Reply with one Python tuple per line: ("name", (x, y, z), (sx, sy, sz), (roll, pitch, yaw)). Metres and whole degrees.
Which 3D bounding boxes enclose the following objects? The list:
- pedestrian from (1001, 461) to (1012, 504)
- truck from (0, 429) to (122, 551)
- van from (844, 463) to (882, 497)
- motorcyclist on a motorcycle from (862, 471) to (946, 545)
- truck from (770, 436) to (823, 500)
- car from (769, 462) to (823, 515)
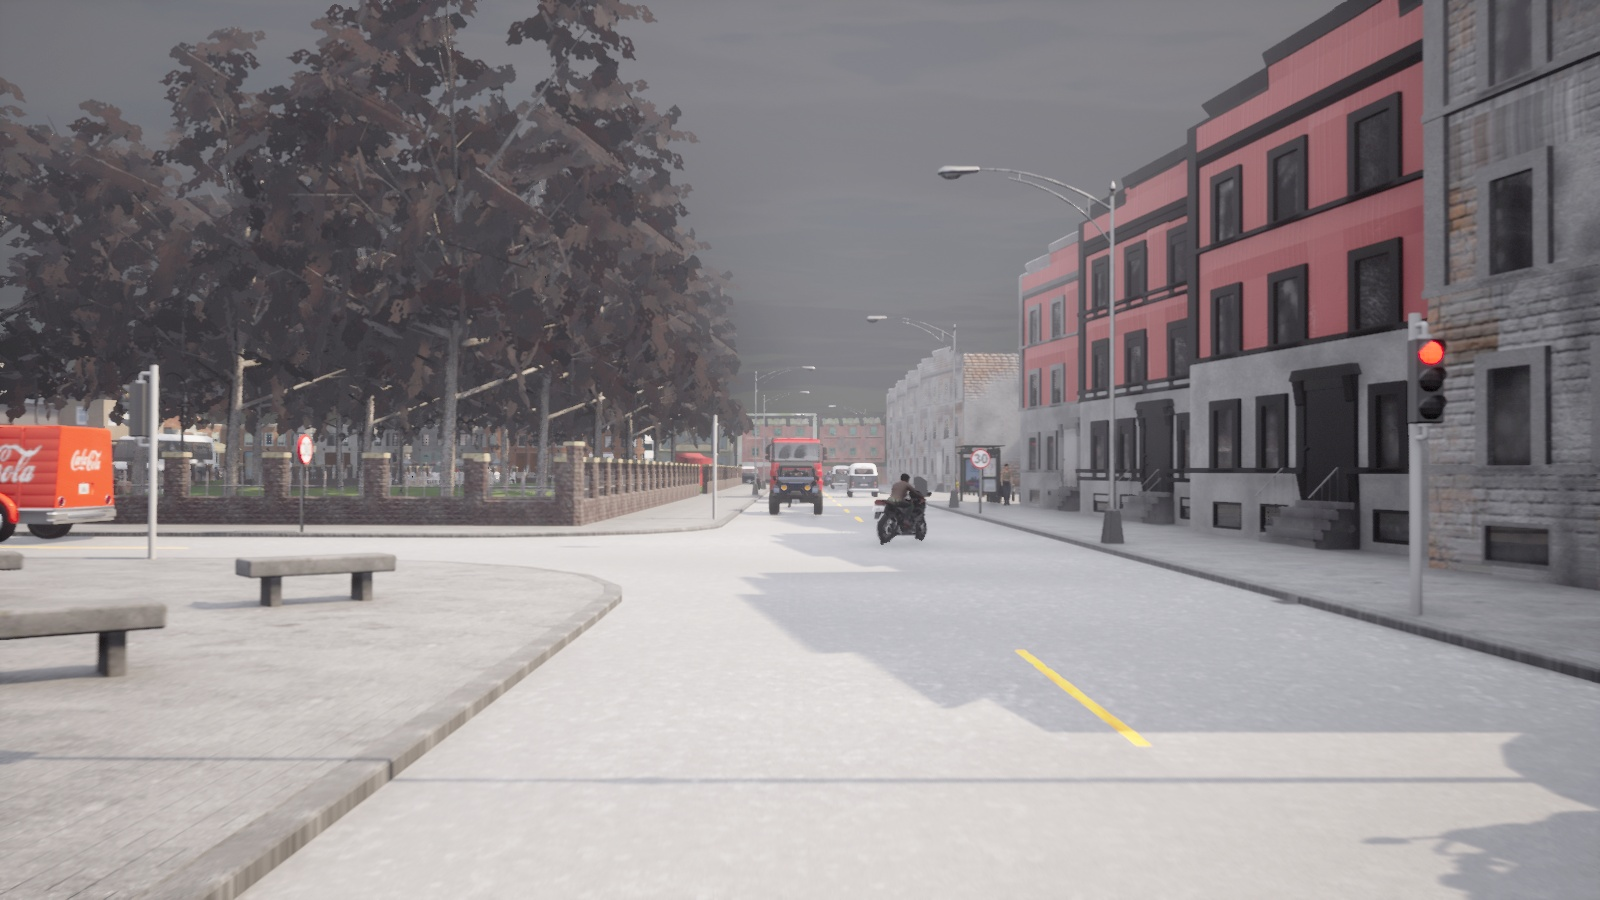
("pedestrian", (8.919, 1.396, 54.209), (0.345, 1.836, 0.594), (0, -1, -2))
("truck", (-17.730, 0.846, 26.697), (5.204, 2.467, 2.627), (0, -1, -1))
("van", (3.780, 1.800, 76.308), (2.069, 2.038, 4.480), (0, -1, 0))
("motorcyclist on a motorcycle", (2.256, 1.241, 27.070), (0.797, 1.523, 2.044), (-3, -3, 36))
("truck", (-0.212, 1.045, 72.347), (2.891, 3.462, 7.936), (0, -1, 0))
("car", (-0.122, 1.382, 46.056), (1.905, 1.878, 3.866), (0, -1, 0))
